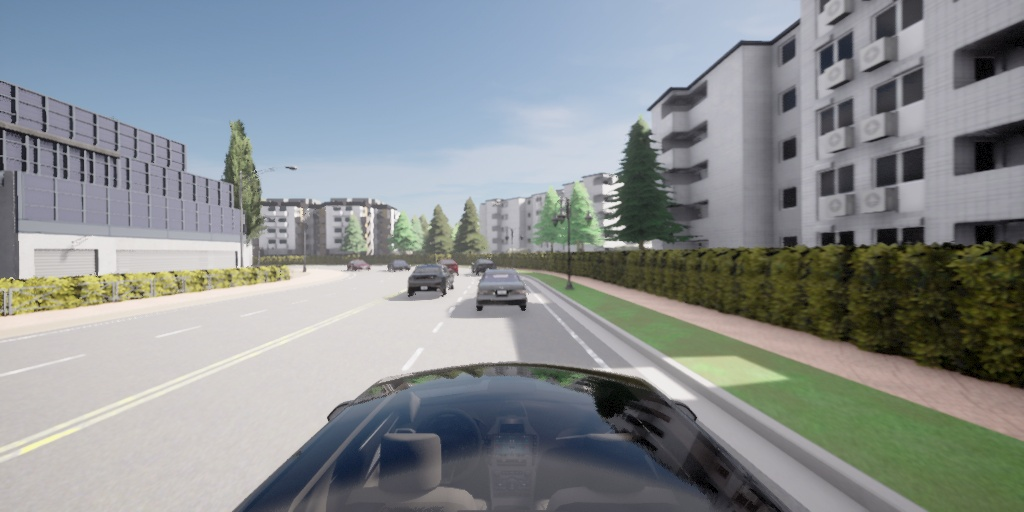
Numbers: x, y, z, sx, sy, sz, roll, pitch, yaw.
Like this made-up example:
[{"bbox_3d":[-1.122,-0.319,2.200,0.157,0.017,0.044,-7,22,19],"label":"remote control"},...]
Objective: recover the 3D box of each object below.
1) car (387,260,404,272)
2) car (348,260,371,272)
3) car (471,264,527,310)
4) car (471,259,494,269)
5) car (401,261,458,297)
[{"bbox_3d":[-13.839,1.189,43.693,2.033,1.411,5.357,-1,0,-30],"label":"car"},{"bbox_3d":[-19.692,1.223,46.016,1.812,1.442,4.674,-1,0,-39],"label":"car"},{"bbox_3d":[-0.430,1.220,14.241,2.033,1.411,5.357,-1,0,-2],"label":"car"},{"bbox_3d":[-2.867,1.039,35.498,1.882,1.535,5.008,-1,0,-14],"label":"car"},{"bbox_3d":[-4.130,1.192,18.767,1.837,1.490,4.892,-1,0,-3],"label":"car"}]
